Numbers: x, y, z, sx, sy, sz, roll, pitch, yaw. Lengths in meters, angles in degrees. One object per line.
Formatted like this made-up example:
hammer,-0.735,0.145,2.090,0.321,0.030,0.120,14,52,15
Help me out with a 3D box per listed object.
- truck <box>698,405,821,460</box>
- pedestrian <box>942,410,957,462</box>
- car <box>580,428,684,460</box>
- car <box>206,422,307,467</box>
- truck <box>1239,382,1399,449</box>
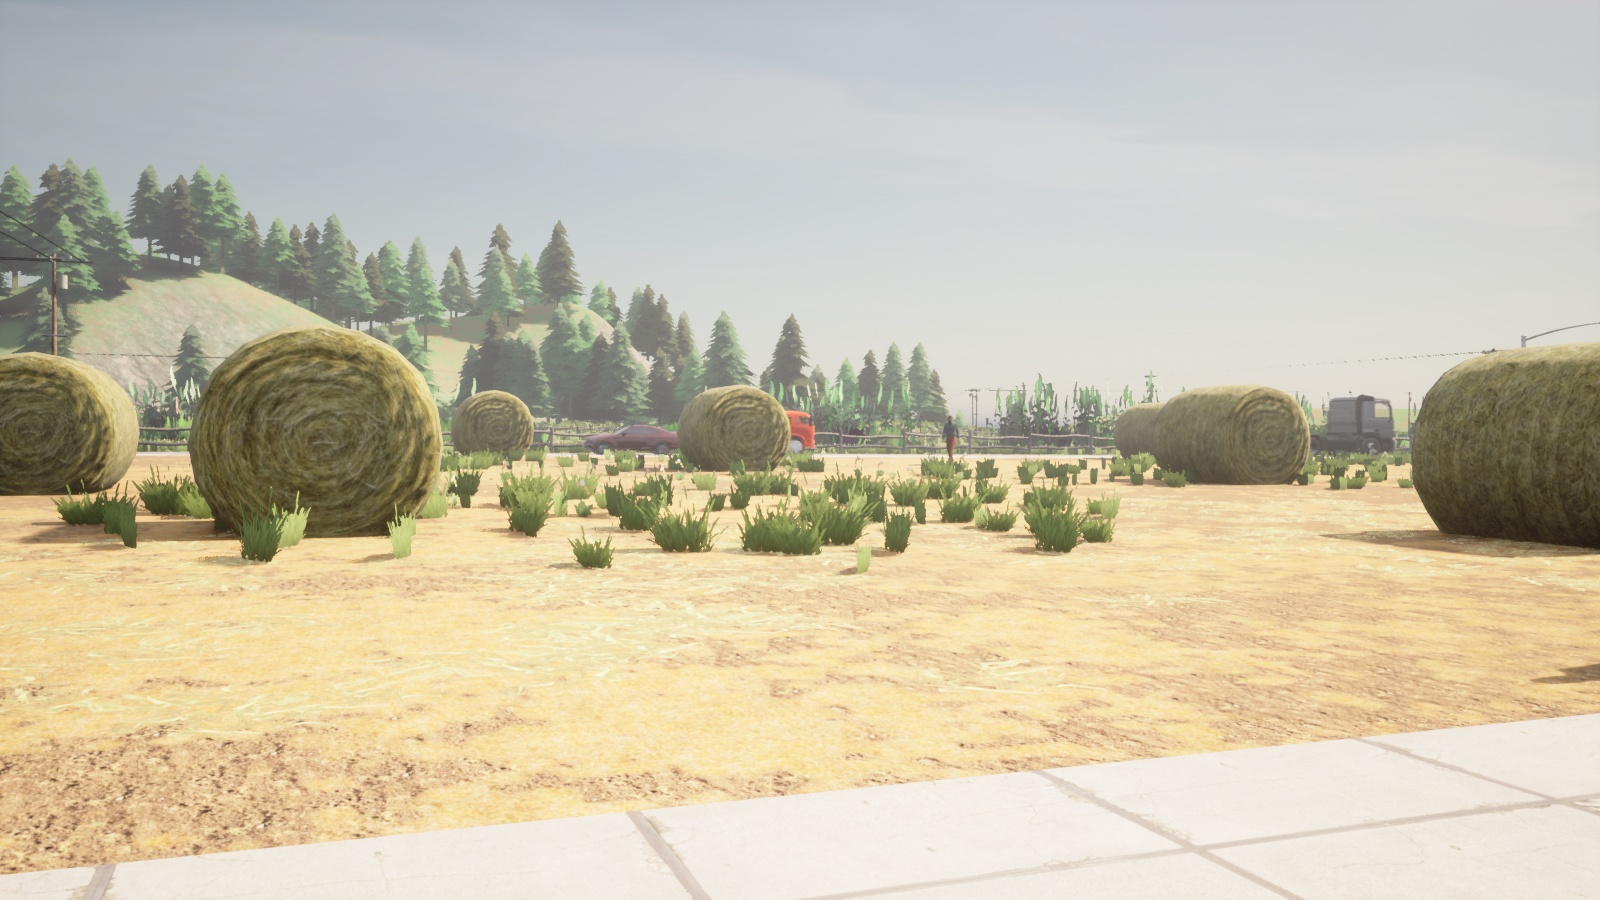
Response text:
truck,-1.918,-0.842,58.477,5.204,2.467,2.627,-1,1,-17
pedestrian,5.286,-0.498,44.366,0.353,1.847,0.614,0,1,22
car,-8.074,-0.296,60.265,4.674,1.442,1.812,-1,1,-17
car,-23.926,-0.253,55.423,3.866,1.878,1.905,-1,1,-17
truck,27.897,-1.852,67.571,7.936,3.462,2.891,-1,1,-17
